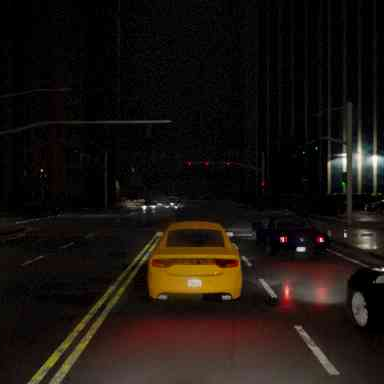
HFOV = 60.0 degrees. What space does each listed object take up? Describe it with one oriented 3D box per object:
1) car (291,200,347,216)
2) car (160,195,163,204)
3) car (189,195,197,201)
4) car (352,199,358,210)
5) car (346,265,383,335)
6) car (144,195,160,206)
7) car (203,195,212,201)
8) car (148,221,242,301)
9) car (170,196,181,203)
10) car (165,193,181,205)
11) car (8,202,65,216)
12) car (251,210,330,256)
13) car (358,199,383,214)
[{"bbox_3d":[12.000,1.477,31.636,5.008,1.535,1.882,0,0,0],"label":"car"},{"bbox_3d":[-6.887,1.352,65.258,2.097,1.767,4.553,0,0,1],"label":"car"},{"bbox_3d":[0.186,1.367,80.118,1.994,1.385,4.181,0,0,0],"label":"car"},{"bbox_3d":[19.011,1.547,38.890,5.357,1.411,2.033,0,0,0],"label":"car"},{"bbox_3d":[3.609,1.505,3.912,1.837,1.490,4.892,0,0,0],"label":"car"},{"bbox_3d":[-6.957,1.505,56.071,1.837,1.490,4.892,0,0,0],"label":"car"},{"bbox_3d":[3.684,1.429,79.570,1.837,1.490,4.892,0,0,0],"label":"car"},{"bbox_3d":[0.074,1.478,8.423,1.882,1.535,5.008,0,0,1],"label":"car"},{"bbox_3d":[-3.350,1.564,68.376,1.994,1.385,4.181,0,0,1],"label":"car"},{"bbox_3d":[-3.435,1.221,59.017,2.150,2.045,5.566,0,0,0],"label":"car"},{"bbox_3d":[-14.575,1.601,31.429,4.718,1.301,1.895,0,0,0],"label":"car"},{"bbox_3d":[3.612,1.601,13.184,1.895,1.301,4.718,0,0,0],"label":"car"},{"bbox_3d":[20.928,1.491,35.407,4.902,1.511,2.128,0,0,-1],"label":"car"}]
